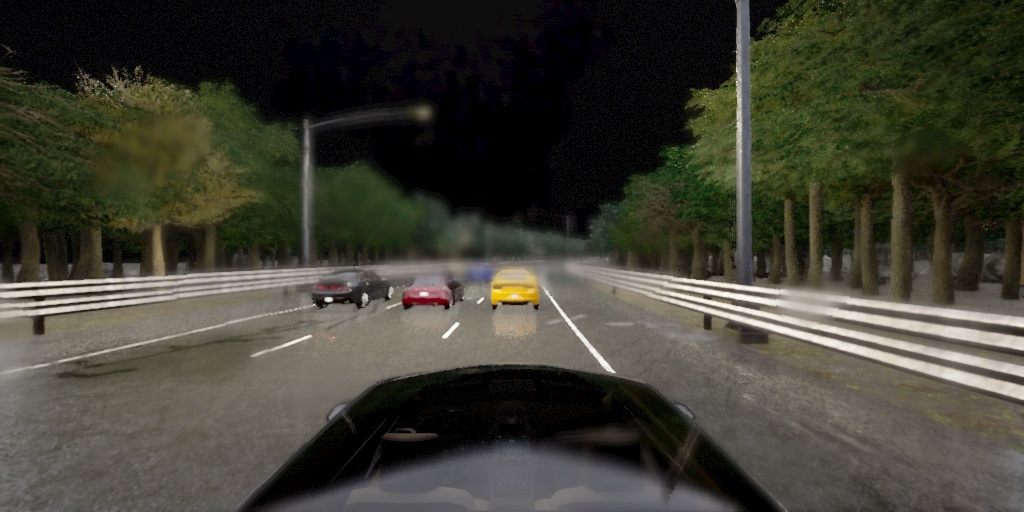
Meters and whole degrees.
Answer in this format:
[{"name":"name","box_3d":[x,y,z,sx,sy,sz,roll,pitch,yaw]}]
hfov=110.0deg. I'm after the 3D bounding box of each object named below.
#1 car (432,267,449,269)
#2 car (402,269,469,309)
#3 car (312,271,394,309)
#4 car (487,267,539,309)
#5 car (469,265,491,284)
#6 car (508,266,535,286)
[{"name":"car","box_3d":[-6.079,1.610,30.851,1.994,1.385,4.181,0,-1,4]},{"name":"car","box_3d":[-3.316,1.455,15.804,1.994,1.385,4.181,0,-1,2]},{"name":"car","box_3d":[-6.813,1.398,15.911,1.837,1.490,4.892,0,0,2]},{"name":"car","box_3d":[0.192,1.370,15.887,1.882,1.535,5.008,0,0,2]},{"name":"car","box_3d":[-2.574,1.525,30.772,1.882,1.535,5.008,0,0,4]},{"name":"car","box_3d":[0.878,1.589,30.059,2.033,1.411,5.357,0,-1,4]}]
